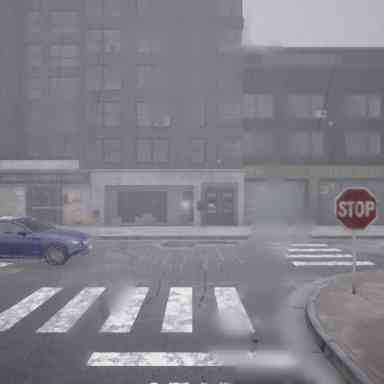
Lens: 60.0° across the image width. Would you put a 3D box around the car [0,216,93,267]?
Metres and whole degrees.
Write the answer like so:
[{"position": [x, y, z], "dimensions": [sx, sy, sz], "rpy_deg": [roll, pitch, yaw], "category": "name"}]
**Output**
[{"position": [-5.652, 1.538, 10.902], "dimensions": [4.674, 1.442, 1.812], "rpy_deg": [0, 0, 0], "category": "car"}]
